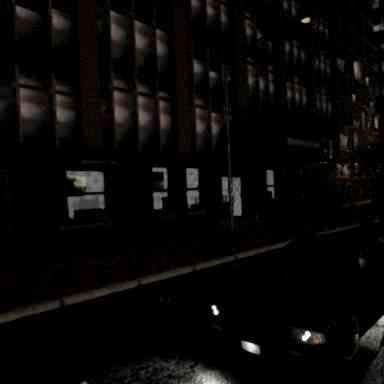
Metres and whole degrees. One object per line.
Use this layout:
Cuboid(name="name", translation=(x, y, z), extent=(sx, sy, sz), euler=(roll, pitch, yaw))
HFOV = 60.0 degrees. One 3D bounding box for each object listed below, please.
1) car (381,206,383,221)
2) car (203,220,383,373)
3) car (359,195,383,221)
Cuboid(name="car", translation=(9.454, 1.279, 13.082), extent=(2.128, 1.511, 4.902), euler=(-2, 0, 45))
Cuboid(name="car", translation=(2.585, 1.529, 6.123), extent=(2.033, 1.411, 5.357), euler=(-2, 0, 44))
Cuboid(name="car", translation=(11.083, 1.073, 18.586), extent=(2.192, 1.841, 5.009), euler=(-3, -1, 45))
